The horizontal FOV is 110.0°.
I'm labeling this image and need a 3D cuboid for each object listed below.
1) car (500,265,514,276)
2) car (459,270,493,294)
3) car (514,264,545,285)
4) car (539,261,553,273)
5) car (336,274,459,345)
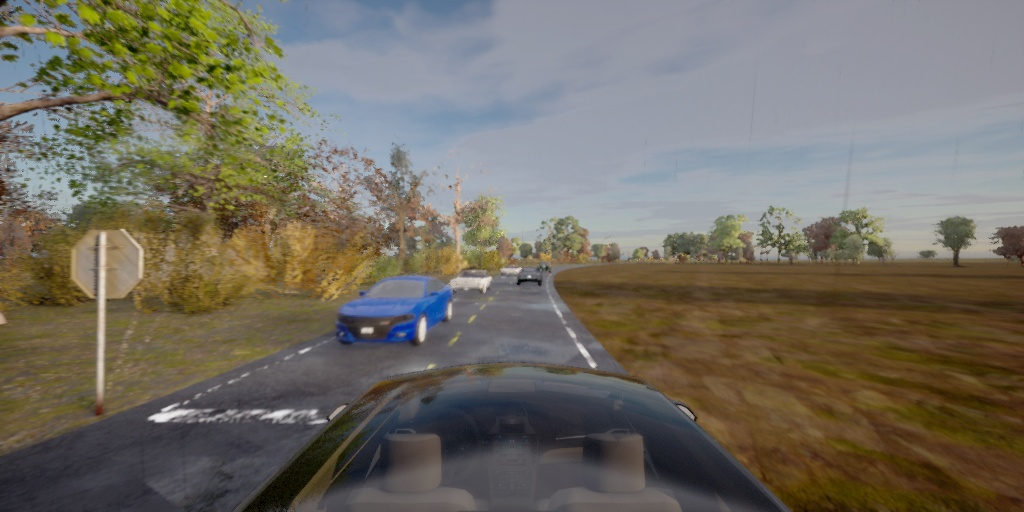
[{"bbox_3d":[-0.139,1.705,42.195,1.895,1.301,4.718,0,-1,9],"label":"car"},{"bbox_3d":[-2.351,1.520,21.779,1.895,1.301,4.718,0,-1,4],"label":"car"},{"bbox_3d":[1.512,1.564,29.355,1.994,1.385,4.181,0,-1,6],"label":"car"},{"bbox_3d":[5.011,1.578,53.945,2.097,1.767,4.553,0,0,10],"label":"car"},{"bbox_3d":[-2.919,1.290,9.913,1.882,1.535,5.008,0,-1,2],"label":"car"}]
